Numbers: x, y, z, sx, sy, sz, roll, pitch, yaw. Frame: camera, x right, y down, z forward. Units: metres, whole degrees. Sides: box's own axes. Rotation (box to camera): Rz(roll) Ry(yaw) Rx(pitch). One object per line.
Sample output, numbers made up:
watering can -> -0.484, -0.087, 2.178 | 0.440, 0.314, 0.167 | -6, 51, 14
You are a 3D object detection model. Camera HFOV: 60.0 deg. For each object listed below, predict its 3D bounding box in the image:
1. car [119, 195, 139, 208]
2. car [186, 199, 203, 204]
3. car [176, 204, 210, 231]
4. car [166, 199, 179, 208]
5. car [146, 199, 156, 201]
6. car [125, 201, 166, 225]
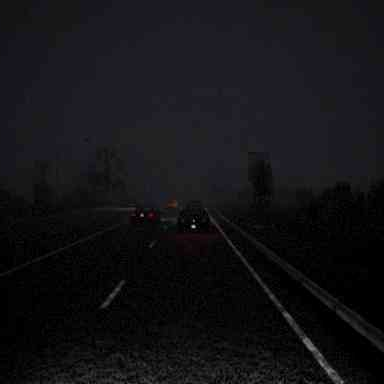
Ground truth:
car -> -10.047, 1.468, 53.517 | 2.150, 2.045, 5.566 | 0, 0, 3
car -> 0.294, 1.701, 41.989 | 1.837, 1.490, 4.892 | 0, 0, 1
car -> 0.101, 1.700, 21.352 | 1.895, 1.301, 4.718 | 0, 0, 0
car -> -3.024, 1.706, 49.199 | 1.882, 1.535, 5.008 | 0, -1, 2
car -> -6.567, 1.793, 53.037 | 2.033, 1.411, 5.357 | 0, 0, 3
car -> -3.430, 1.666, 25.485 | 2.033, 1.411, 5.357 | 0, 0, 1
